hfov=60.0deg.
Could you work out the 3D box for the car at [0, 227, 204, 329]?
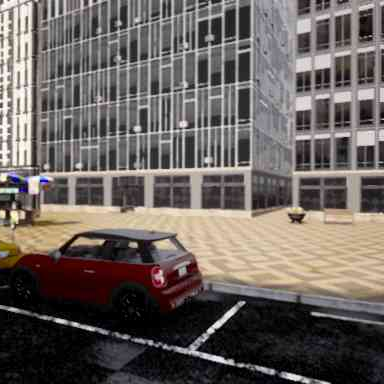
[{"bbox_3d":[-1.911,1.491,7.016,4.097,1.590,1.967,0,0,27],"label":"car"}]
